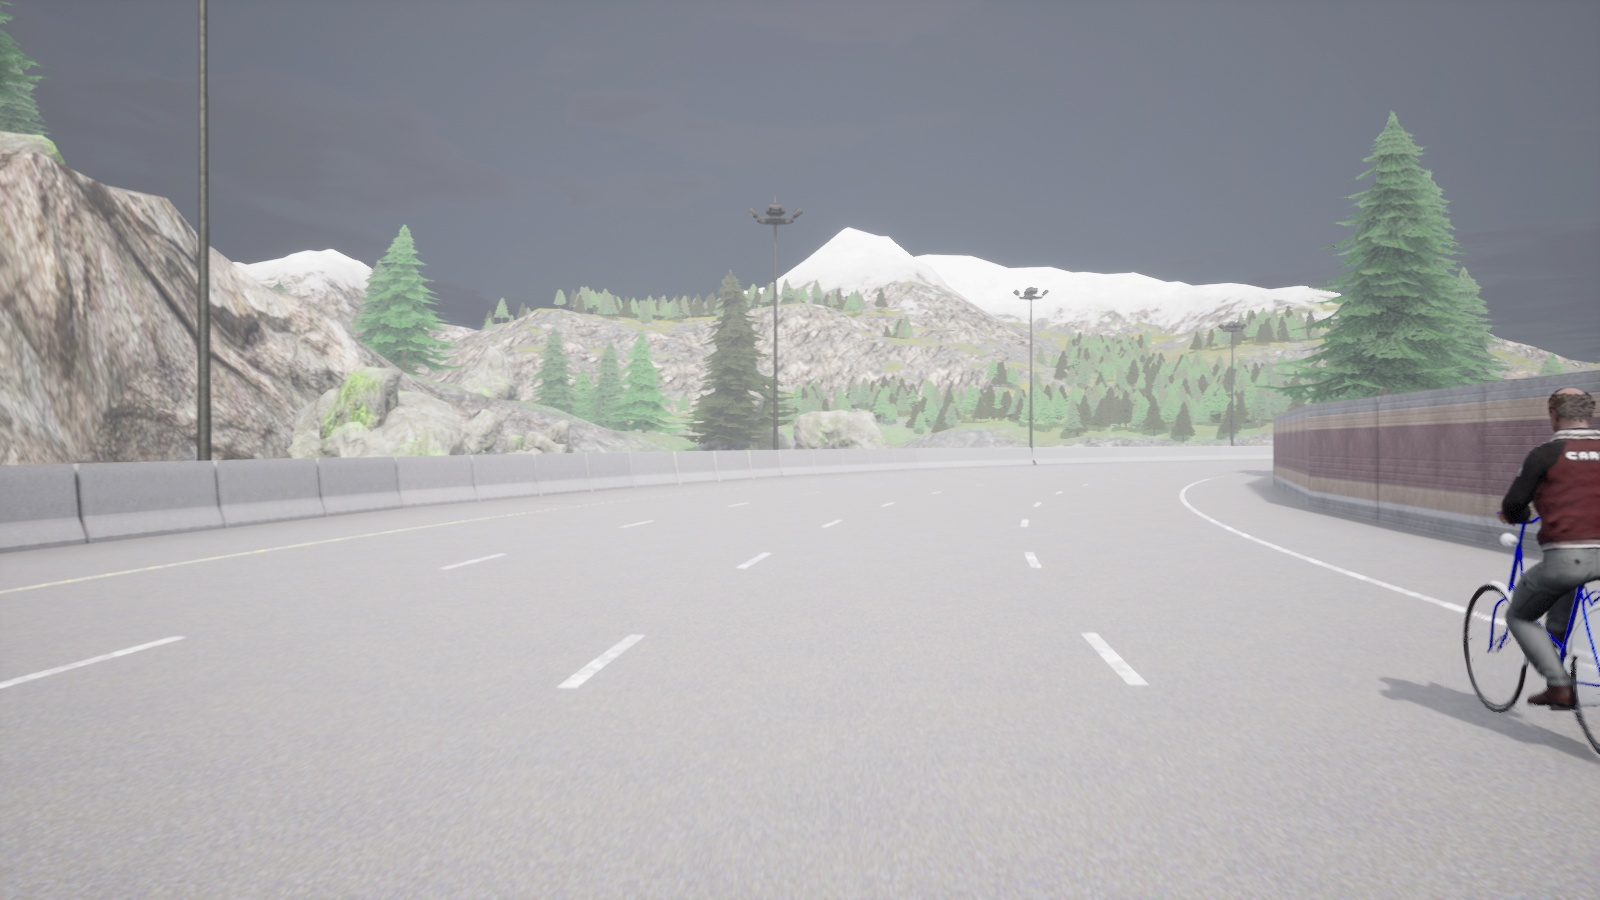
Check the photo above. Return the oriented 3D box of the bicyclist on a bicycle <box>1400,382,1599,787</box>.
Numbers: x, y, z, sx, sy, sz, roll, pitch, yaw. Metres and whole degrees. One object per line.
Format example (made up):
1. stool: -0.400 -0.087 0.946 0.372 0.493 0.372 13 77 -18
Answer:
1. bicyclist on a bicycle: 3.790 0.584 6.407 0.659 1.776 1.843 0 0 4
